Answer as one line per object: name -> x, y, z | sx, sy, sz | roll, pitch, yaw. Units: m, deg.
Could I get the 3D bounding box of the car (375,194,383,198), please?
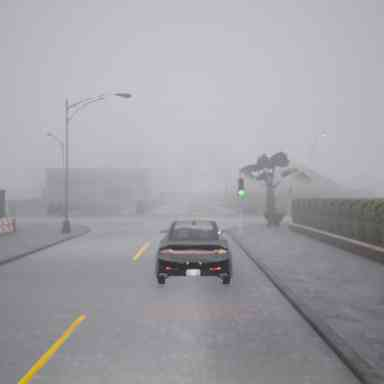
car -> 38.043, 1.426, 67.300 | 1.905, 1.878, 3.866 | 0, 0, 0

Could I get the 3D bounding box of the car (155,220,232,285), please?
car -> 0.058, 1.559, 9.700 | 2.128, 1.511, 4.902 | 0, 0, 1
